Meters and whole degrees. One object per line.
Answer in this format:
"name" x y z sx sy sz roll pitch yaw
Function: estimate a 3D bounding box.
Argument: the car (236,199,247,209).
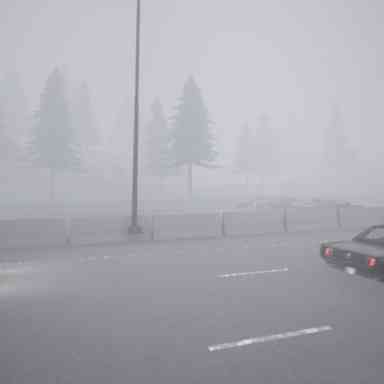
"car" 6.993 1.068 34.875 4.892 1.490 1.837 -1 1 -19

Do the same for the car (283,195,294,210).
"car" 10.403 1.153 28.647 4.181 1.385 1.994 -1 1 -19

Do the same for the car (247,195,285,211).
"car" 8.131 1.078 31.565 4.902 1.511 2.128 -1 1 -19

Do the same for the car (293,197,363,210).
"car" 10.315 1.236 24.915 4.718 1.301 1.895 -1 1 -19

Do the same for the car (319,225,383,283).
"car" 5.704 1.475 8.301 4.718 1.301 1.895 -1 1 -19
